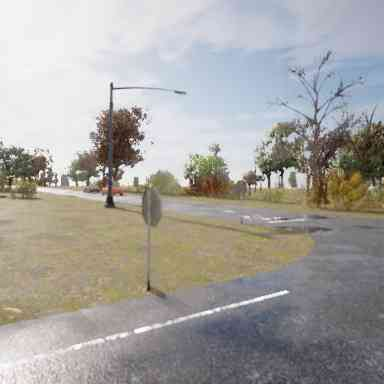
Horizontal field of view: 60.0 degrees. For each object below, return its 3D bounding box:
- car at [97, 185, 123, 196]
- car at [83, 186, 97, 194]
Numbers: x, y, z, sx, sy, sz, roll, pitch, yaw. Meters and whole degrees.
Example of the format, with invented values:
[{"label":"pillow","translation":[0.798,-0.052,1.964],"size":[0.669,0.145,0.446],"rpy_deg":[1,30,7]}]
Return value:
[{"label":"car","translation":[-12.451,-0.353,51.615],"size":[2.097,1.767,4.553],"rpy_deg":[0,2,-35]},{"label":"car","translation":[-18.041,-0.415,59.493],"size":[1.895,1.301,4.718],"rpy_deg":[0,2,-35]}]
